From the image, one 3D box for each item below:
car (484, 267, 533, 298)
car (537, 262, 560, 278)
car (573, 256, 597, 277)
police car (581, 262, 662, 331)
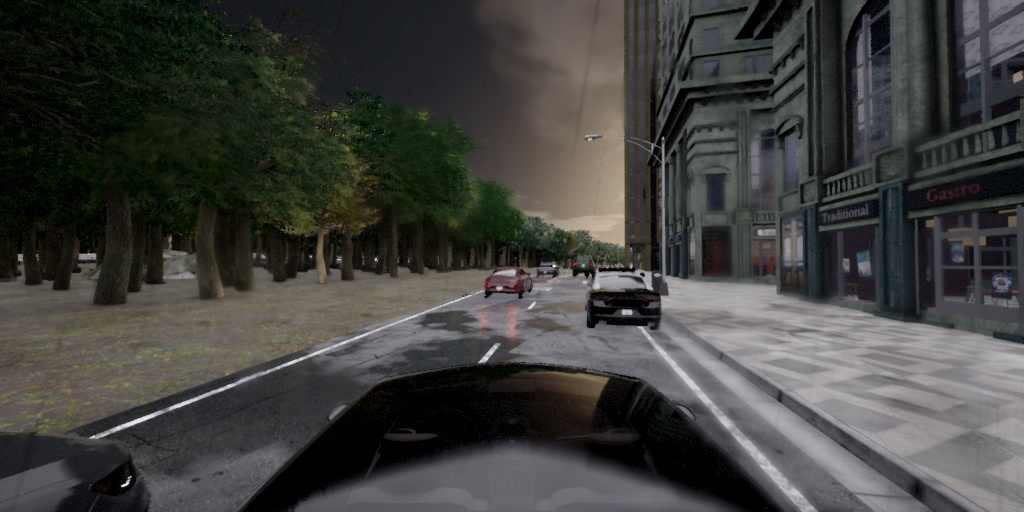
[{"bbox_3d":[-0.100,1.258,18.143,1.812,1.442,4.674,0,0,11],"label":"car"},{"bbox_3d":[3.647,1.320,35.594,2.128,1.511,4.902,0,-1,13],"label":"car"},{"bbox_3d":[7.481,1.070,36.920,2.150,2.045,5.566,0,-1,14],"label":"car"},{"bbox_3d":[3.268,1.162,11.262,1.930,1.638,5.238,0,0,10],"label":"police car"}]
